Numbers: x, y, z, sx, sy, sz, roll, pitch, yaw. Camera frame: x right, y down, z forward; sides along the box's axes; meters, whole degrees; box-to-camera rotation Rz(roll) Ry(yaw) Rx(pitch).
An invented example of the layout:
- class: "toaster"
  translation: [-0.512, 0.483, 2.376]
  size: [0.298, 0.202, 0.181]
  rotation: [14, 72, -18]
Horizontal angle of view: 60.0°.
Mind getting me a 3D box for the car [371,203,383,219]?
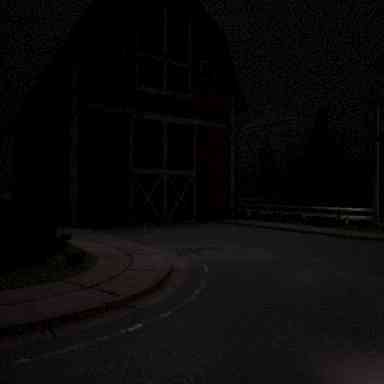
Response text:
- class: "car"
  translation: [17.775, 1.289, 27.127]
  size: [2.150, 2.045, 5.566]
  rotation: [0, 0, -35]
